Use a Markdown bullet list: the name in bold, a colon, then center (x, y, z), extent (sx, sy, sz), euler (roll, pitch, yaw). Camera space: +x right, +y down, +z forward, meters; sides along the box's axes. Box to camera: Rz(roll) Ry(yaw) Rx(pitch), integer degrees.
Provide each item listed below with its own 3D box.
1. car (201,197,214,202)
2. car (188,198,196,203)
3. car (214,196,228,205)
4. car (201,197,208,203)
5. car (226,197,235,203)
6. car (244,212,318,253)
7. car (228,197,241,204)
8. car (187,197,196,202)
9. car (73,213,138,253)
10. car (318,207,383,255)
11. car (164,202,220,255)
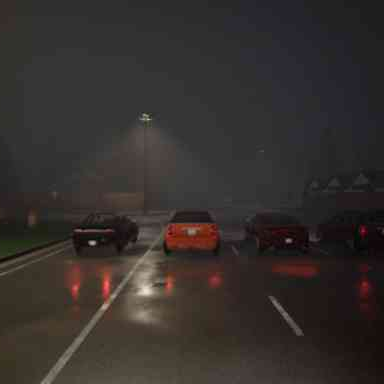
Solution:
- **car**: center (3.479, 2.107, 80.533), extent (2.097, 1.767, 4.553), euler (0, -1, 0)
- **car**: center (-0.024, 2.259, 91.815), extent (2.033, 1.411, 5.357), euler (0, -1, 0)
- **car**: center (6.979, 2.342, 80.496), extent (1.895, 1.301, 4.718), euler (0, -1, 0)
- **car**: center (3.476, 2.219, 91.816), extent (1.837, 1.490, 4.892), euler (0, -1, 0)
- **car**: center (10.476, 2.197, 91.818), extent (1.882, 1.535, 5.008), euler (0, -1, 0)
- **car**: center (3.502, 1.616, 14.499), extent (1.882, 1.535, 5.008), euler (0, 0, 0)
- **car**: center (10.479, 2.326, 80.178), extent (1.895, 1.301, 4.718), euler (0, -1, 0)
- **car**: center (-0.021, 2.086, 80.117), extent (2.097, 1.767, 4.553), euler (0, -1, 0)
- **car**: center (-3.537, 1.629, 14.311), extent (2.128, 1.511, 4.902), euler (0, 0, 0)
- **car**: center (6.999, 1.485, 14.093), extent (2.097, 1.767, 4.553), euler (0, -1, 0)
- **car**: center (-0.001, 1.485, 14.091), extent (2.097, 1.767, 4.553), euler (0, -1, 0)
